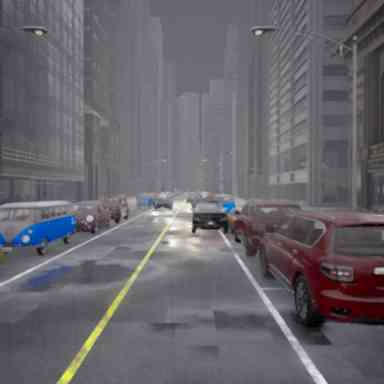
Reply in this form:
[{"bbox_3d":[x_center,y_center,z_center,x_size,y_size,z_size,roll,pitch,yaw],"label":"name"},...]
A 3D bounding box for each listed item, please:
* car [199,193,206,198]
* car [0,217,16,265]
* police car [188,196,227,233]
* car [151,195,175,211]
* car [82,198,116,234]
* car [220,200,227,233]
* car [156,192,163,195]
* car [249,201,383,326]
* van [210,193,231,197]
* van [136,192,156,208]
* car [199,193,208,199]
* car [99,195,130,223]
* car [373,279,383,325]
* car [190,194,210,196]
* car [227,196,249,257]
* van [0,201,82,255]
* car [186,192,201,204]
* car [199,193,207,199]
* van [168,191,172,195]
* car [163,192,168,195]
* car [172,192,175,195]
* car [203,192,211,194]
[{"bbox_3d":[2.822,0.865,91.180,1.752,1.417,4.829,0,0,0],"label":"car"},{"bbox_3d":[-5.758,1.474,6.698,1.752,1.417,4.829,0,0,0],"label":"car"},{"bbox_3d":[0.912,1.285,18.765,1.930,1.638,5.238,0,0,0],"label":"police car"},{"bbox_3d":[-3.071,1.328,36.845,1.895,1.301,4.718,0,0,0],"label":"car"},{"bbox_3d":[-5.750,1.305,18.086,1.967,1.590,4.097,0,0,0],"label":"car"},{"bbox_3d":[2.775,1.388,18.263,1.752,1.417,4.829,0,0,0],"label":"car"},{"bbox_3d":[-5.732,0.975,46.132,2.192,1.841,5.009,0,0,0],"label":"car"},{"bbox_3d":[2.768,1.263,6.873,2.192,1.841,5.009,0,0,0],"label":"car"},{"bbox_3d":[2.782,1.123,29.309,1.690,1.788,3.998,0,0,0],"label":"van"},{"bbox_3d":[-5.735,1.041,40.522,1.690,1.788,3.998,0,0,0],"label":"van"},{"bbox_3d":[2.815,0.985,79.792,1.947,1.339,4.313,0,0,0],"label":"car"},{"bbox_3d":[-5.746,1.138,23.694,2.192,1.841,5.009,0,0,0],"label":"car"},{"bbox_3d":[2.764,1.571,1.266,1.802,1.307,4.206,0,0,0],"label":"car"},{"bbox_3d":[0.923,1.269,34.655,1.812,1.442,4.674,0,0,0],"label":"car"},{"bbox_3d":[2.772,1.221,12.482,2.192,1.841,5.009,0,0,0],"label":"car"},{"bbox_3d":[-5.754,1.247,12.476,1.690,1.788,3.998,0,0,0],"label":"van"},{"bbox_3d":[0.036,1.148,54.320,2.033,1.411,5.357,0,0,0],"label":"car"},{"bbox_3d":[2.819,0.904,85.571,1.752,1.417,4.829,0,0,0],"label":"car"},{"bbox_3d":[-5.717,0.840,68.569,1.690,1.788,3.998,0,0,0],"label":"van"},{"bbox_3d":[-5.725,1.130,57.352,2.008,1.369,4.403,0,0,0],"label":"car"},{"bbox_3d":[-5.710,0.860,79.789,1.967,1.590,4.097,0,0,0],"label":"car"},{"bbox_3d":[2.790,1.015,40.527,2.192,1.841,5.009,0,0,0],"label":"car"}]
